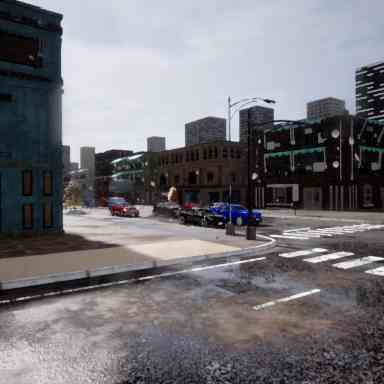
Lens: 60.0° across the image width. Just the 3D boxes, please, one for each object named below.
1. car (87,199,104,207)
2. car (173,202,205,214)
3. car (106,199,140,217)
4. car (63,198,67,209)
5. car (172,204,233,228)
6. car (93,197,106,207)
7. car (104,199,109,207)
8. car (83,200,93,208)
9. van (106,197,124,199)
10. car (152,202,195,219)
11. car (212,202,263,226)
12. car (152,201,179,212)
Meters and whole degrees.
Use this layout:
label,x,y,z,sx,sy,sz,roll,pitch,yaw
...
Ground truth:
label,x,y,z,sx,sy,sz,roll,pitch,yaw
car,-19.672,2.228,67.867,1.887,1.381,4.507,-1,0,-35
car,-0.430,1.904,40.799,1.802,1.307,4.206,-2,0,-35
car,-7.262,1.847,35.941,1.967,1.590,4.097,-1,0,-35
car,-23.196,2.233,58.360,1.752,1.417,4.829,-1,0,-35
car,0.682,1.815,24.561,1.947,1.339,4.313,-2,0,-35
car,-16.470,1.941,63.355,2.192,1.841,5.009,-1,0,-35
car,-9.126,2.005,43.066,2.033,1.411,5.357,-1,0,-36
car,-19.522,2.195,63.217,1.812,1.442,4.674,-1,0,-35
van,-13.263,1.907,58.844,1.690,1.788,3.998,-1,0,-35
car,-2.238,1.814,33.363,2.128,1.511,4.902,-1,0,-35
car,3.209,1.693,25.697,1.882,1.535,5.008,-1,0,-36
car,-3.636,1.966,45.310,1.802,1.307,4.206,-2,0,-35
